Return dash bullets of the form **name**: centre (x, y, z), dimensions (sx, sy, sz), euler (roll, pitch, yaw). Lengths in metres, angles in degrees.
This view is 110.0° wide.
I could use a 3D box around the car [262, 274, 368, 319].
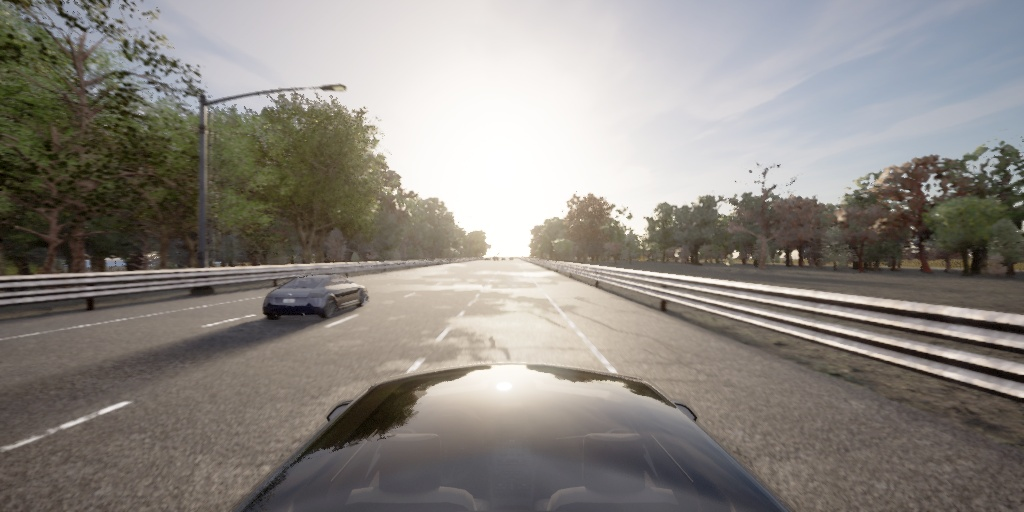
- **car**: centre (-6.782, 1.326, 12.856), dimensions (1.994, 1.385, 4.181), euler (0, 0, -1)
